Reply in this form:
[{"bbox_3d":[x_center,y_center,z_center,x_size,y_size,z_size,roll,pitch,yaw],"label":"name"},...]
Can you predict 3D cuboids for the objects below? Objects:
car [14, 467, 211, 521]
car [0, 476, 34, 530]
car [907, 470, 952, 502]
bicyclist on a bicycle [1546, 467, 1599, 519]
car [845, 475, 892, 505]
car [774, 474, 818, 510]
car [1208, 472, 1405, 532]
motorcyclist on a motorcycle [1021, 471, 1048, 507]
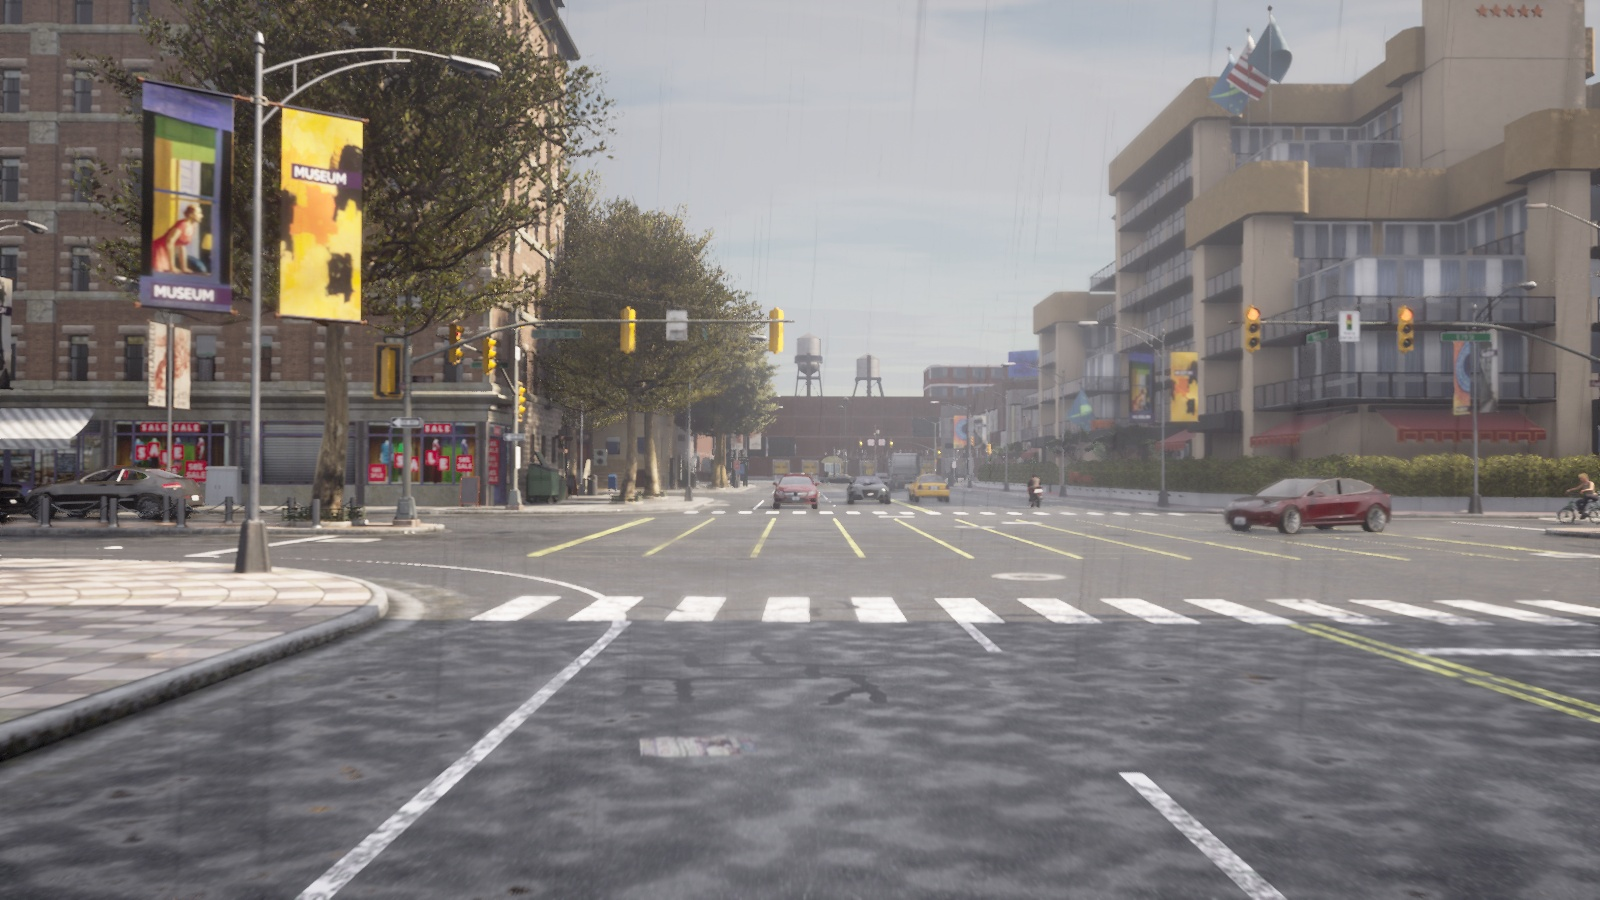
[{"bbox_3d":[-21.569,1.365,39.546,5.027,1.651,2.152,0,-1,0],"label":"car"},{"bbox_3d":[-25.082,1.518,36.053,5.008,1.535,1.882,0,-1,0],"label":"car"},{"bbox_3d":[6.818,1.875,66.514,1.801,1.575,5.366,0,-1,0],"label":"car"},{"bbox_3d":[24.421,1.333,39.388,1.509,1.612,0.866,0,-1,0],"label":"bicyclist on a bicycle"},{"bbox_3d":[3.327,1.931,61.686,1.994,1.385,4.181,0,-1,-1],"label":"car"},{"bbox_3d":[-0.160,1.769,53.711,1.812,1.442,4.674,0,-1,0],"label":"car"},{"bbox_3d":[13.564,1.341,33.617,4.792,1.488,2.163,0,-1,-24],"label":"car"},{"bbox_3d":[10.347,1.714,55.488,0.797,1.523,2.044,0,-1,0],"label":"motorcyclist on a motorcycle"}]
